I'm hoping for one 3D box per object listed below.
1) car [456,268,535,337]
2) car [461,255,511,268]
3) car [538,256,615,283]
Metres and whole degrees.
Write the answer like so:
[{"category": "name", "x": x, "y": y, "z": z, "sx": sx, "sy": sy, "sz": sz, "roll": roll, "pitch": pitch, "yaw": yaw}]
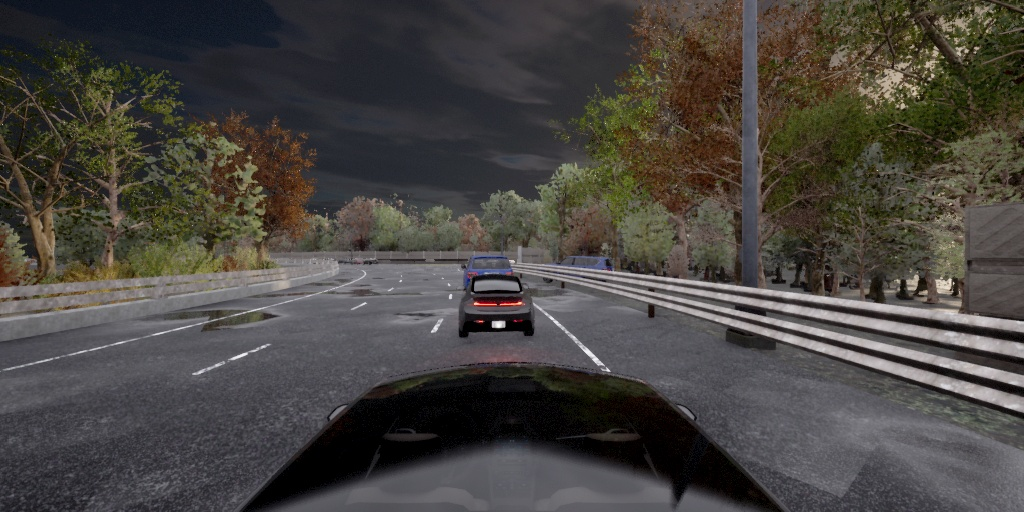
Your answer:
[{"category": "car", "x": -0.519, "y": 1.255, "z": 10.288, "sx": 1.837, "sy": 1.490, "sz": 4.892, "roll": 0, "pitch": 0, "yaw": -5}, {"category": "car", "x": -1.240, "y": 0.972, "z": 17.410, "sx": 2.150, "sy": 2.045, "sz": 5.566, "roll": 0, "pitch": 0, "yaw": -9}, {"category": "car", "x": 4.642, "y": 1.004, "z": 25.935, "sx": 5.566, "sy": 2.045, "sz": 2.150, "roll": 3, "pitch": 1, "yaw": 31}]
